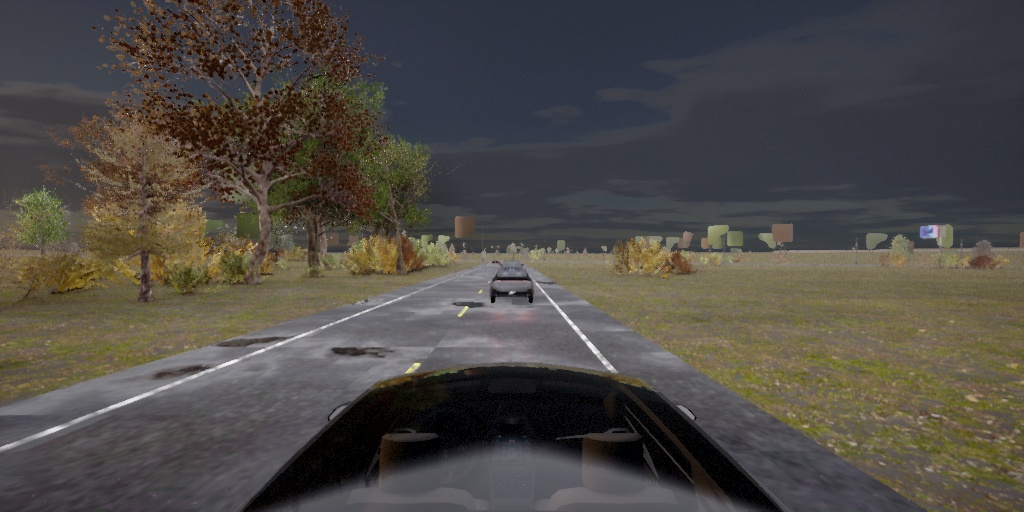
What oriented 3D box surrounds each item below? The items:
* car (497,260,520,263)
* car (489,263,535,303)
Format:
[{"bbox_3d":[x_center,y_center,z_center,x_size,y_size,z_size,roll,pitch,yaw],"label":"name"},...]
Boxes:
[{"bbox_3d":[0.000,1.101,31.472,2.097,1.767,4.553,0,0,0],"label":"car"},{"bbox_3d":[0.000,1.238,16.501,2.128,1.511,4.902,0,0,0],"label":"car"}]
